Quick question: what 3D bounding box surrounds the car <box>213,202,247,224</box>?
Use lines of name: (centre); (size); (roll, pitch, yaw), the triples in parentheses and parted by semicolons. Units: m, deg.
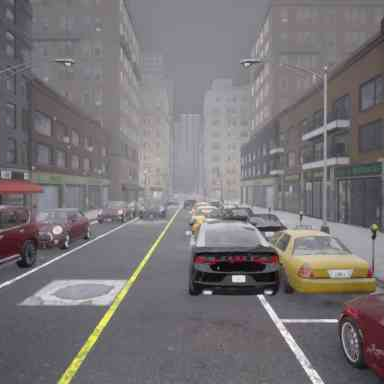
car: (2.759, 1.540, 25.249); (2.008, 1.369, 4.403); (-1, 0, 0)

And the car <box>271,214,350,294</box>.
car: (2.824, 1.522, 8.661); (1.752, 1.417, 4.829); (-1, 0, 0)

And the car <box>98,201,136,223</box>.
car: (-5.780, 1.429, 25.212); (1.967, 1.590, 4.097); (-1, 0, 0)

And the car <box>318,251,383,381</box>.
car: (2.848, 1.581, 2.905); (1.802, 1.307, 4.206); (-1, 0, 0)

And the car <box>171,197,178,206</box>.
car: (-3.225, 1.530, 52.444); (1.994, 1.385, 4.181); (0, 0, 0)

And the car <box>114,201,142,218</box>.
car: (-5.802, 1.568, 30.798); (1.802, 1.307, 4.206); (-1, 0, 0)

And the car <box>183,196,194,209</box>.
car: (-0.176, 1.478, 45.612); (1.837, 1.490, 4.892); (0, 0, 0)

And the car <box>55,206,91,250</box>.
car: (-5.733, 1.435, 14.041); (1.967, 1.590, 4.097); (-1, 0, 0)

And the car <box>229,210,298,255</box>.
car: (2.803, 1.561, 14.077); (1.947, 1.339, 4.313); (-1, 0, 0)

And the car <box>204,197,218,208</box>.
car: (2.669, 1.497, 47.762); (1.752, 1.417, 4.829); (-1, 0, 0)

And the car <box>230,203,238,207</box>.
car: (2.781, 1.558, 19.663); (1.947, 1.339, 4.313); (-1, 0, 0)

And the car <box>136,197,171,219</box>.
car: (-3.216, 1.339, 28.566); (2.097, 1.767, 4.553); (0, 0, 0)

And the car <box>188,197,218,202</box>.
car: (0.798, 1.445, 24.901); (1.801, 1.575, 5.366); (0, 0, 0)

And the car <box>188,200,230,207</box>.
car: (0.824, 1.448, 18.900); (1.801, 1.575, 5.366); (0, 0, 0)

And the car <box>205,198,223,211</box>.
car: (2.692, 1.528, 42.006); (2.008, 1.369, 4.403); (-1, 0, 0)

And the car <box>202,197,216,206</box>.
car: (2.648, 1.531, 53.178); (1.947, 1.339, 4.313); (-1, 0, 0)

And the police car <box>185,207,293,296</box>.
police car: (0.866, 1.422, 8.820); (1.930, 1.638, 5.238); (0, 0, 0)

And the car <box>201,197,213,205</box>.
car: (2.626, 1.541, 58.764); (1.802, 1.307, 4.206); (-1, 0, 0)

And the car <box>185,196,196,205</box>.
car: (-0.246, 1.436, 59.355); (1.882, 1.535, 5.008); (0, 0, 0)

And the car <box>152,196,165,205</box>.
car: (-5.919, 1.504, 58.727); (1.887, 1.381, 4.507); (-1, 0, 0)

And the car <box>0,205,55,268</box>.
car: (-5.711, 1.312, 8.456); (2.192, 1.841, 5.009); (-1, 0, 0)
